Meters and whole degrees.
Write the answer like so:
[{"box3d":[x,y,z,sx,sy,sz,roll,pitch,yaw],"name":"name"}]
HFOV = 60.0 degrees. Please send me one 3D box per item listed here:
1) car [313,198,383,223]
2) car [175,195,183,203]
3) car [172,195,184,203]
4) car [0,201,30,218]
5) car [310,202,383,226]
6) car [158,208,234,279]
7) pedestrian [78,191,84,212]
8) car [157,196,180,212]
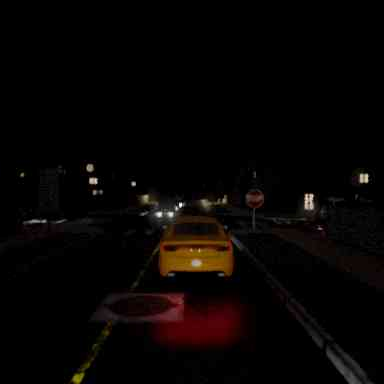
[{"box3d":[11.823,1.486,23.228,5.566,2.045,2.150,1,1,6],"name":"car"},{"box3d":[-2.834,1.465,50.704,2.033,1.411,5.357,0,0,0],"name":"car"},{"box3d":[-2.753,1.377,66.253,2.128,1.511,4.902,0,0,0],"name":"car"},{"box3d":[-13.689,1.306,23.214,4.181,1.385,1.994,1,1,-1],"name":"car"},{"box3d":[11.970,1.684,25.757,5.008,1.535,1.882,1,1,1],"name":"car"},{"box3d":[0.104,1.461,10.007,1.882,1.535,5.008,0,0,0],"name":"car"},{"box3d":[-9.683,0.823,28.986,0.375,1.860,0.375,0,0,1],"name":"pedestrian"},{"box3d":[-2.856,1.487,38.369,2.033,1.411,5.357,0,0,0],"name":"car"}]
